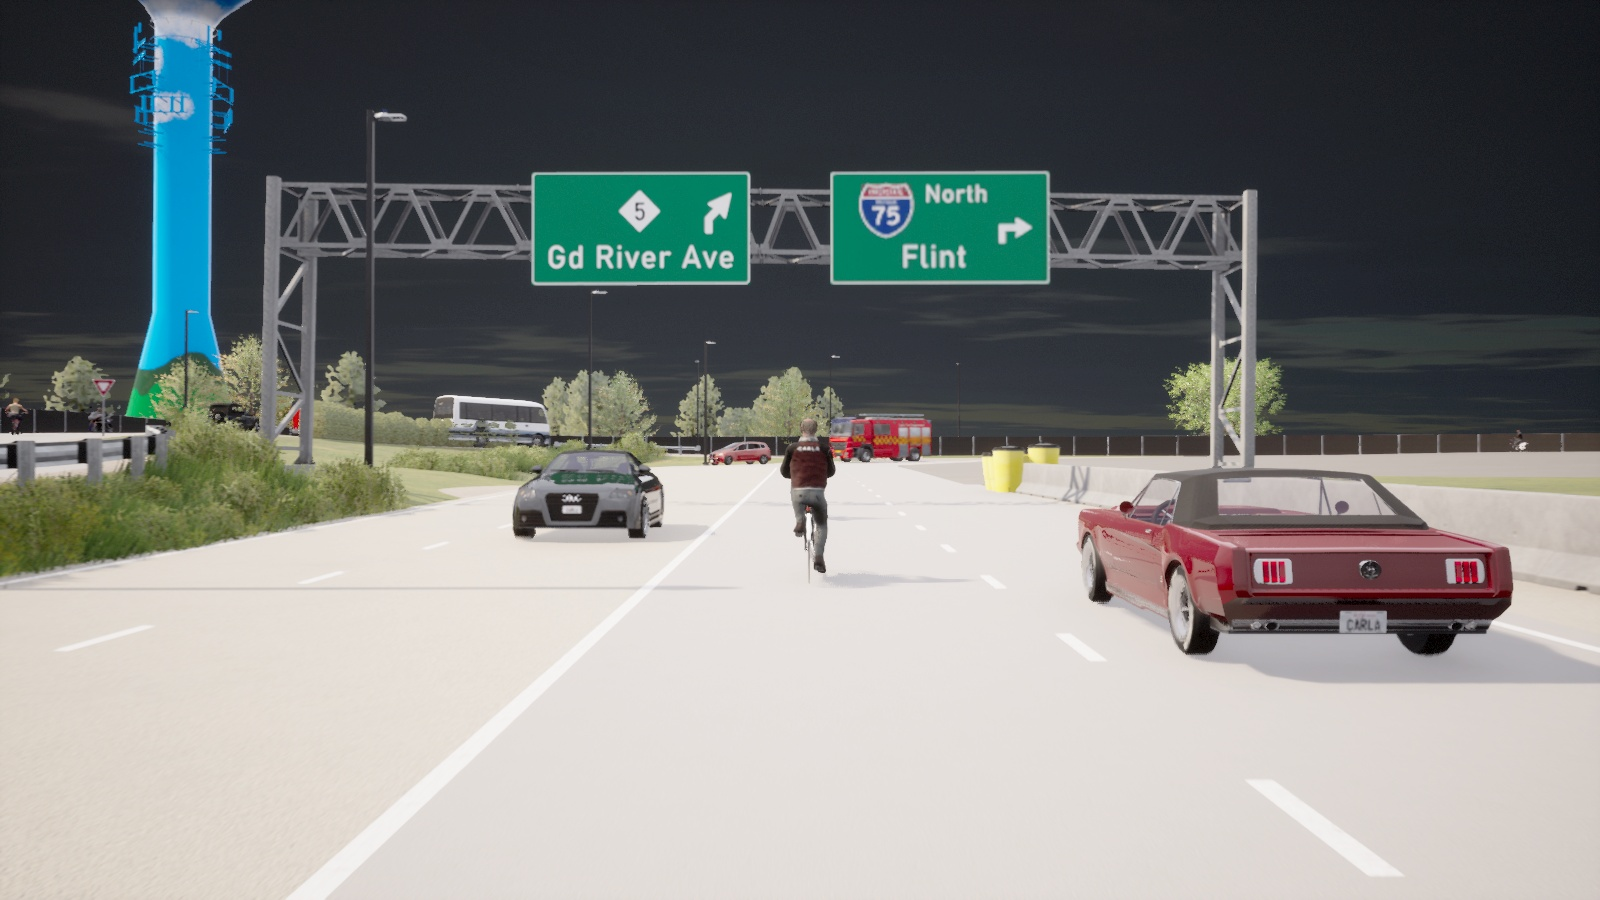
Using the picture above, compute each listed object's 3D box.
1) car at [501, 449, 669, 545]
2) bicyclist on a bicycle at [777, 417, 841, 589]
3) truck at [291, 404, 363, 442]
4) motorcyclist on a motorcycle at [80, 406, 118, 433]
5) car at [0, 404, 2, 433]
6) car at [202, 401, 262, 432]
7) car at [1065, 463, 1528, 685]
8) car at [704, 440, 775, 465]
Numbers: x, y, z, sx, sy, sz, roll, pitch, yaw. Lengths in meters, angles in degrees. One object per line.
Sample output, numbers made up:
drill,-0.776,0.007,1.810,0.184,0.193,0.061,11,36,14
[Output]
car,-3.366,0.685,20.433,1.994,1.385,4.181,0,0,0
bicyclist on a bicycle,0.096,0.539,13.915,0.659,1.776,1.843,0,1,0
truck,-34.778,-1.972,92.462,2.627,2.467,5.204,0,-2,11
motorcyclist on a motorcycle,-39.777,-1.712,71.282,0.866,1.530,2.191,0,1,2
car,-38.478,-1.483,58.531,1.481,1.376,2.207,0,1,-12
car,-35.830,-2.086,79.307,1.905,1.878,3.866,0,1,3
car,3.574,0.793,10.139,1.895,1.301,4.718,0,0,0
car,-4.376,0.175,90.651,4.611,1.667,2.242,-1,0,-32
